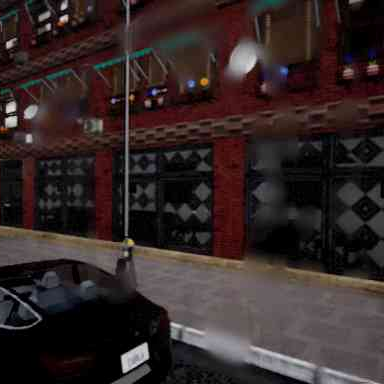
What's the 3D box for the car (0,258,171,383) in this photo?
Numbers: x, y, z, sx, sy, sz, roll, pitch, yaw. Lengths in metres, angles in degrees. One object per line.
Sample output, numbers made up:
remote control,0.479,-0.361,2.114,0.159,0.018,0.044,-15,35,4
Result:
car,-2.217,1.565,4.290,4.313,1.339,1.947,0,1,35
